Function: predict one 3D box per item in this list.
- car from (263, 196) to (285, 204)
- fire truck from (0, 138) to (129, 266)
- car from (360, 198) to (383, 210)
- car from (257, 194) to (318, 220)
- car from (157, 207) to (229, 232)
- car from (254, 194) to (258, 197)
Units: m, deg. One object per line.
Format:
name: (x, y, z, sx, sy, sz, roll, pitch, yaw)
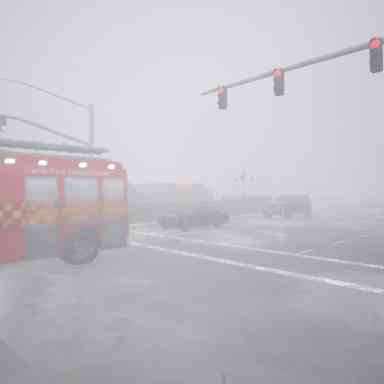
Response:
car: (16.392, 1.548, 66.896, 1.970, 1.475, 3.806, 0, 0, -44)
fire truck: (-6.109, 0.417, 9.674, 8.468, 3.827, 2.891, 0, 0, -44)
car: (23.620, 1.502, 43.591, 4.674, 1.442, 1.812, 0, -1, -44)
car: (8.378, 1.233, 28.801, 5.566, 2.045, 2.150, 0, 0, -44)
car: (0.150, 1.628, 20.779, 4.718, 1.301, 1.895, 0, 0, -44)
car: (12.403, 1.314, 62.996, 1.932, 1.855, 4.605, 0, 0, -44)
